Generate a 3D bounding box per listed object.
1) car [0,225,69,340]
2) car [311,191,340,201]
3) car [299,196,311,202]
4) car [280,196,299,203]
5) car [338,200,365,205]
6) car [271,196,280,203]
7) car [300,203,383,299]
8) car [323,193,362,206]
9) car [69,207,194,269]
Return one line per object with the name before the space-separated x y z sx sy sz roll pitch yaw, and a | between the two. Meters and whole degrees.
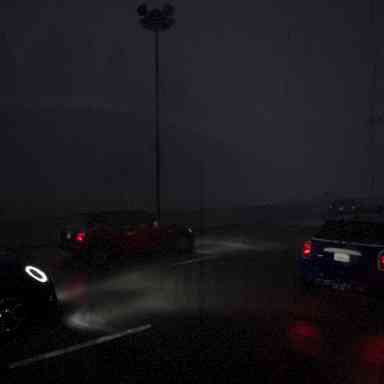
car | -4.558 1.385 5.080 4.553 1.767 2.097 -1 0 -35
car | 19.851 0.944 48.258 2.150 2.045 5.566 0 0 45
car | 19.805 1.260 53.197 2.033 1.411 5.357 0 0 45
car | 17.152 1.295 55.492 1.994 1.385 4.181 0 0 45
car | 9.867 1.381 17.848 4.892 1.490 1.837 -1 0 -45
car | 16.001 1.335 59.298 1.895 1.301 4.718 0 0 45
car | 4.548 1.297 7.967 4.553 1.767 2.097 -1 0 -41
car | 12.022 1.194 24.999 2.097 1.767 4.553 0 0 45
car | -2.091 1.348 11.421 4.553 1.767 2.097 -1 0 -39
